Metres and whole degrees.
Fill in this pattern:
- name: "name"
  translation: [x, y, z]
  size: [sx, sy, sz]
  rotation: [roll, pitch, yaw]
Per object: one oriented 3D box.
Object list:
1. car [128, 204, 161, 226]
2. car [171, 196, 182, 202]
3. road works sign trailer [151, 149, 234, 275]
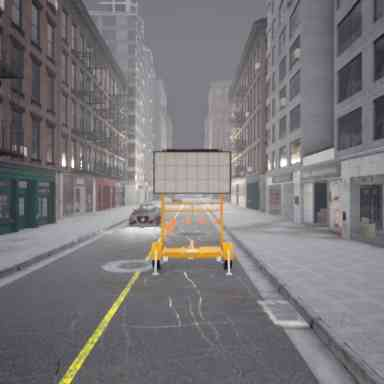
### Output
- name: "car"
  translation: [-3.093, 1.555, 22.970]
  size: [1.994, 1.385, 4.181]
  rotation: [0, 0, 0]
- name: "car"
  translation: [-3.026, 1.434, 64.350]
  size: [1.882, 1.535, 5.008]
  rotation: [0, 0, 1]
- name: "road works sign trailer"
  translation: [0.009, 0.462, 10.413]
  size: [2.380, 3.560, 2.880]
  rotation: [0, 0, 0]
